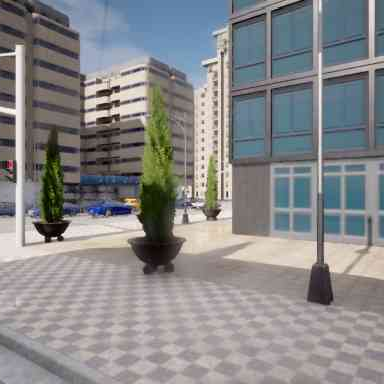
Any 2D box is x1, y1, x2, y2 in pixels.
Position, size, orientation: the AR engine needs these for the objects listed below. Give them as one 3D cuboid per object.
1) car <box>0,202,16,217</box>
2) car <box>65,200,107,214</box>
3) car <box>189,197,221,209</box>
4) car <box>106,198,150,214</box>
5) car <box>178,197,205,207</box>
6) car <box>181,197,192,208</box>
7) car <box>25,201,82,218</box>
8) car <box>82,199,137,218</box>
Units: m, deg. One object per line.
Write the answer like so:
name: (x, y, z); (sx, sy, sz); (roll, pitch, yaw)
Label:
car: (-17.144, 1.603, 29.756); (2.033, 1.411, 5.357); (0, 0, 35)
car: (-11.806, 1.619, 37.283); (1.994, 1.385, 4.181); (0, 0, 35)
car: (2.086, 1.656, 44.432); (1.895, 1.301, 4.718); (0, 0, 35)
car: (-7.163, 1.533, 37.783); (1.882, 1.535, 5.008); (0, 0, 35)
car: (-0.023, 1.581, 53.833); (1.812, 1.442, 4.674); (0, 0, 36)
car: (-1.383, 1.581, 45.911); (1.812, 1.442, 4.674); (0, 0, 35)
car: (-12.488, 1.581, 30.236); (1.812, 1.442, 4.674); (0, 0, 35)
car: (-7.348, 1.533, 31.143); (1.882, 1.535, 5.008); (0, 0, 36)
